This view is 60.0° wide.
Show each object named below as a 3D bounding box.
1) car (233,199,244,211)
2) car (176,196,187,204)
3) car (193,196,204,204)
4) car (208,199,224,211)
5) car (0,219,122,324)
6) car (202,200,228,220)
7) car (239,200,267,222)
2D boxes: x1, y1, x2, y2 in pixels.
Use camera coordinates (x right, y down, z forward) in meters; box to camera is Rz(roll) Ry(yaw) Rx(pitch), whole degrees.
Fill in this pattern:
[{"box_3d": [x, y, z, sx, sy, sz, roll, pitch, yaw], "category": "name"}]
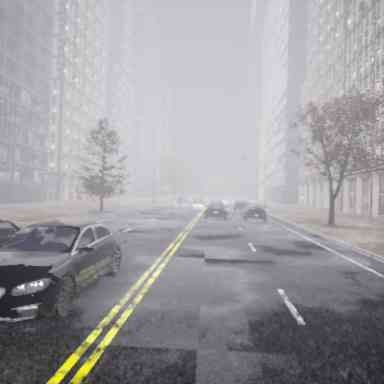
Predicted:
[{"box_3d": [6.456, 1.686, 43.868, 1.882, 1.535, 5.008, 2, 0, 5], "category": "car"}, {"box_3d": [-1.950, 1.477, 63.489, 1.837, 1.490, 4.892, 2, 0, 5], "category": "car"}, {"box_3d": [1.293, 1.563, 63.300, 2.128, 1.511, 4.902, 2, 0, 5], "category": "car"}, {"box_3d": [3.190, 1.678, 43.769, 1.994, 1.385, 4.181, 2, 0, 5], "category": "car"}, {"box_3d": [-2.931, 1.410, 7.266, 2.128, 1.511, 4.902, 2, 0, 4], "category": "car"}, {"box_3d": [2.119, 1.640, 29.344, 1.994, 1.385, 4.181, 2, 0, 5], "category": "car"}, {"box_3d": [5.333, 1.694, 28.714, 1.812, 1.442, 4.674, 2, 0, 5], "category": "car"}]
